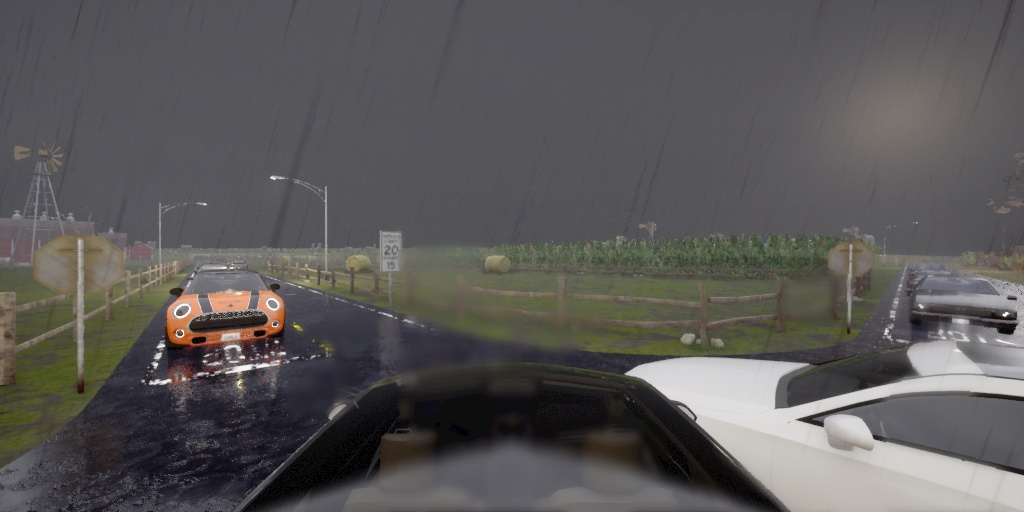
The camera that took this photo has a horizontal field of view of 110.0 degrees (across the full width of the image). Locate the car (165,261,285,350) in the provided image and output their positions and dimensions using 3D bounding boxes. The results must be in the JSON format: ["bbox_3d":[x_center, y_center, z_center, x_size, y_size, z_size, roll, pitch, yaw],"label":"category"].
[{"bbox_3d":[-7.438,1.136,9.415,2.097,1.767,4.553,0,0,-39],"label":"car"}]

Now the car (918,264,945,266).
[{"bbox_3d":[28.765,1.302,24.653,4.902,1.511,2.128,0,1,-42],"label":"car"}]

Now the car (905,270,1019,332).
[{"bbox_3d":[13.675,1.332,11.086,5.357,1.411,2.033,0,1,-42],"label":"car"}]

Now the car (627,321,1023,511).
[{"bbox_3d":[2.866,1.293,2.171,1.812,1.442,4.674,0,1,-43],"label":"car"}]

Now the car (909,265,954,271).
[{"bbox_3d":[21.104,1.359,17.770,4.181,1.385,1.994,0,1,-42],"label":"car"}]
